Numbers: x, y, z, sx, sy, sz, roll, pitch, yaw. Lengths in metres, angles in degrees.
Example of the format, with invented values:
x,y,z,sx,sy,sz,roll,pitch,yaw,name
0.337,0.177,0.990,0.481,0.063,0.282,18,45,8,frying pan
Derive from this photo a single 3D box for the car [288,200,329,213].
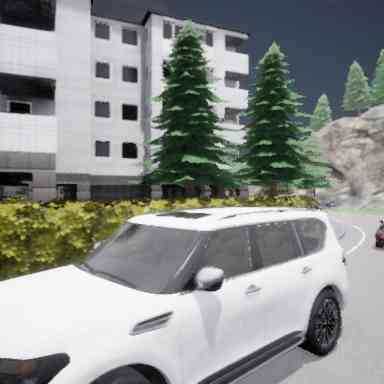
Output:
x,y,z,sx,sy,sz,roll,pitch,yaw,name
14.986,1.822,43.087,2.033,1.411,5.357,0,0,-19,car

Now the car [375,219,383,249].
x,y,z,sx,sy,sz,roll,pitch,yaw,name
9.148,1.639,14.286,1.994,1.385,4.181,-1,-1,33,car

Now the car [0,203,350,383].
x,y,z,sx,sy,sz,roll,pitch,yaw,name
0.039,1.259,4.386,5.566,2.045,2.150,0,-1,-42,car
